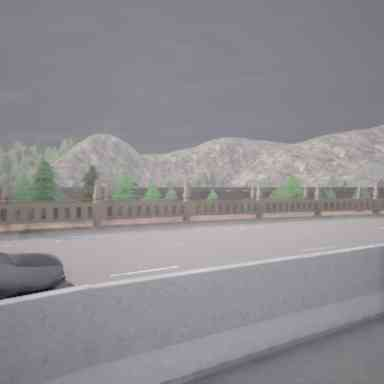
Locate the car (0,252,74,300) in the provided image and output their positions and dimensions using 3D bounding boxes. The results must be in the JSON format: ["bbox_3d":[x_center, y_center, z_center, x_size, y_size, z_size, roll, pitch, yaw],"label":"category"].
[{"bbox_3d":[-4.635,1.518,4.910,5.357,1.411,2.033,0,0,-36],"label":"car"}]
